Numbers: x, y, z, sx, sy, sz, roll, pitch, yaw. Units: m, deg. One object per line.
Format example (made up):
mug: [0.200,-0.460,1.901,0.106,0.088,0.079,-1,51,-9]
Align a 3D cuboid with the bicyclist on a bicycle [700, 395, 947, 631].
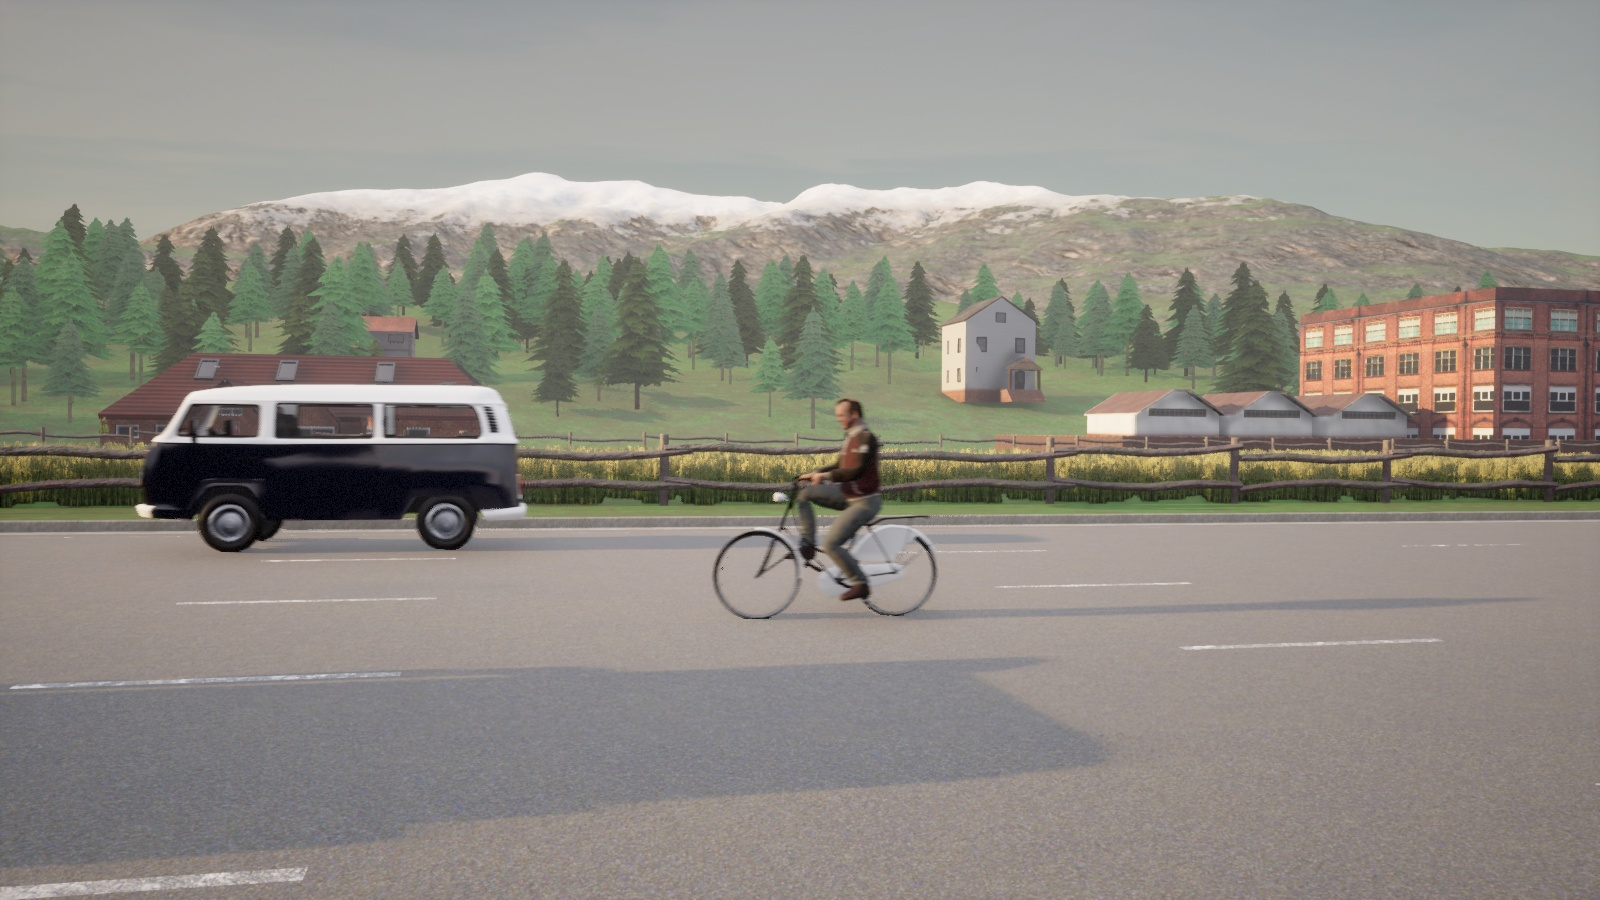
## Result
bicyclist on a bicycle: [0.174,0.464,9.956,1.843,1.776,0.659,0,1,-13]

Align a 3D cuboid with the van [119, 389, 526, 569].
van: [-5.763,0.292,15.768,4.480,2.038,2.069,-1,1,-13]
